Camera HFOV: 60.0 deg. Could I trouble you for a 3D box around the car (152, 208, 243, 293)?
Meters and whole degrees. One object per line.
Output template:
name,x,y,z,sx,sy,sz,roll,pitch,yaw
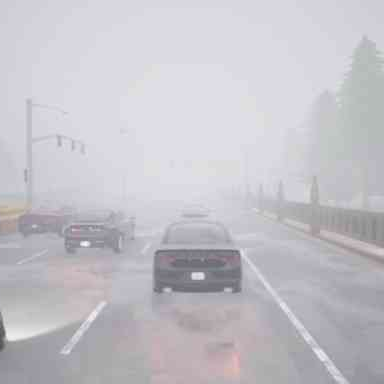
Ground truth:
car,0.105,1.397,8.673,1.882,1.535,5.008,0,0,0

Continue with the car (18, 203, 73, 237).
car,-6.927,1.320,17.045,1.882,1.535,5.008,0,1,-1

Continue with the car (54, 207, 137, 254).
car,-3.396,1.385,13.016,1.837,1.490,4.892,0,1,0

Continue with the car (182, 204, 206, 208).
car,0.106,1.360,18.009,1.812,1.442,4.674,0,1,0

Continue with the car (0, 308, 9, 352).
car,-3.396,1.538,2.652,1.994,1.385,4.181,0,1,0
